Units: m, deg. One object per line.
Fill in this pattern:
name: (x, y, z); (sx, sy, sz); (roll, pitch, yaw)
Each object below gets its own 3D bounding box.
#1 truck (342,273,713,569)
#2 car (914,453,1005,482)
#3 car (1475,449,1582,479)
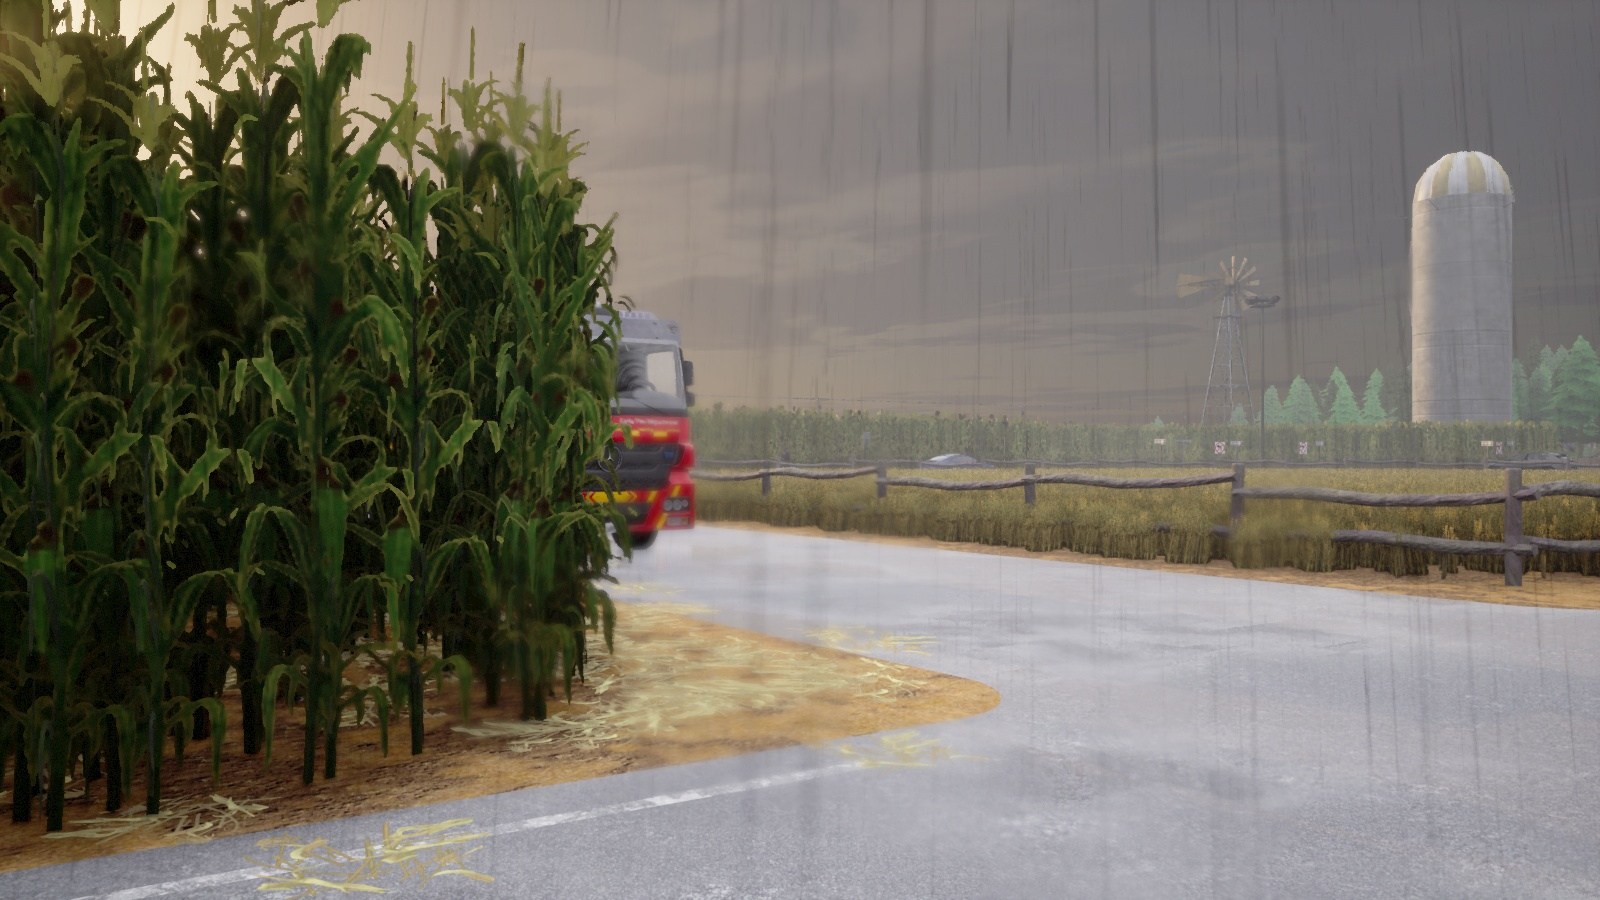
truck: (-4.841, -0.361, 20.510); (2.891, 3.827, 8.468); (0, 0, -35)
car: (8.331, 0.884, 65.433); (4.674, 1.442, 1.812); (0, 0, -34)
car: (41.530, 0.762, 71.694); (2.033, 1.649, 4.856); (0, 0, -37)
